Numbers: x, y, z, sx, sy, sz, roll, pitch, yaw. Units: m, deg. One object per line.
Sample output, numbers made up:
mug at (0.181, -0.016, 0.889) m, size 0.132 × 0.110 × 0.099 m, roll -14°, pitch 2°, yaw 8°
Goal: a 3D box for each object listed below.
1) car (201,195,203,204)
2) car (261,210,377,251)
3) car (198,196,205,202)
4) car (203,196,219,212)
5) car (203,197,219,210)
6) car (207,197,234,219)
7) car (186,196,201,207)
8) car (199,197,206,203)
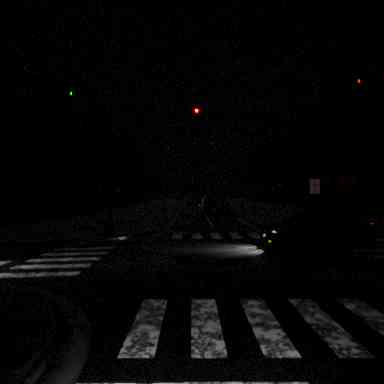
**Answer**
car at (2.625, 1.441, 40.710) m, size 2.192 × 1.841 × 5.009 m, roll -1°, pitch 0°, yaw 0°
car at (4.846, 1.424, 13.067) m, size 4.181 × 1.385 × 1.994 m, roll -3°, pitch -1°, yaw 0°
car at (2.622, 1.868, 94.733) m, size 1.967 × 1.590 × 4.097 m, roll -1°, pitch 0°, yaw 0°
car at (2.626, 1.418, 35.307) m, size 2.192 × 1.841 × 5.009 m, roll -1°, pitch 0°, yaw 0°
car at (2.626, 1.590, 46.112) m, size 1.967 × 1.590 × 4.097 m, roll -1°, pitch 0°, yaw 0°
car at (2.628, 1.522, 29.905) m, size 1.967 × 1.590 × 4.097 m, roll -1°, pitch 0°, yaw 0°
car at (0.058, 1.763, 56.139) m, size 1.994 × 1.385 × 4.181 m, roll 0°, pitch 0°, yaw 0°
car at (2.624, 1.940, 83.927) m, size 1.802 × 1.307 × 4.206 m, roll -1°, pitch 0°, yaw 0°
